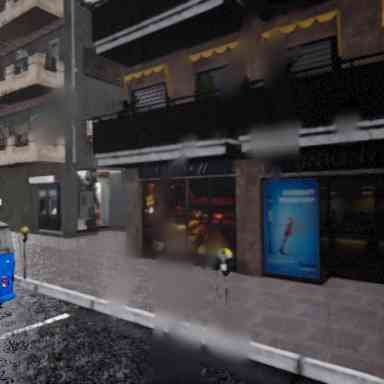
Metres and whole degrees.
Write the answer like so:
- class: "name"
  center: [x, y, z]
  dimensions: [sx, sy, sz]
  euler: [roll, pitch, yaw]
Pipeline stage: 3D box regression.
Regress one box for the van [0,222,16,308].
- class: "van"
  center: [-5.135, 1.359, 6.555]
  dimensions: [3.998, 1.788, 1.690]
  euler: [0, -1, 36]
